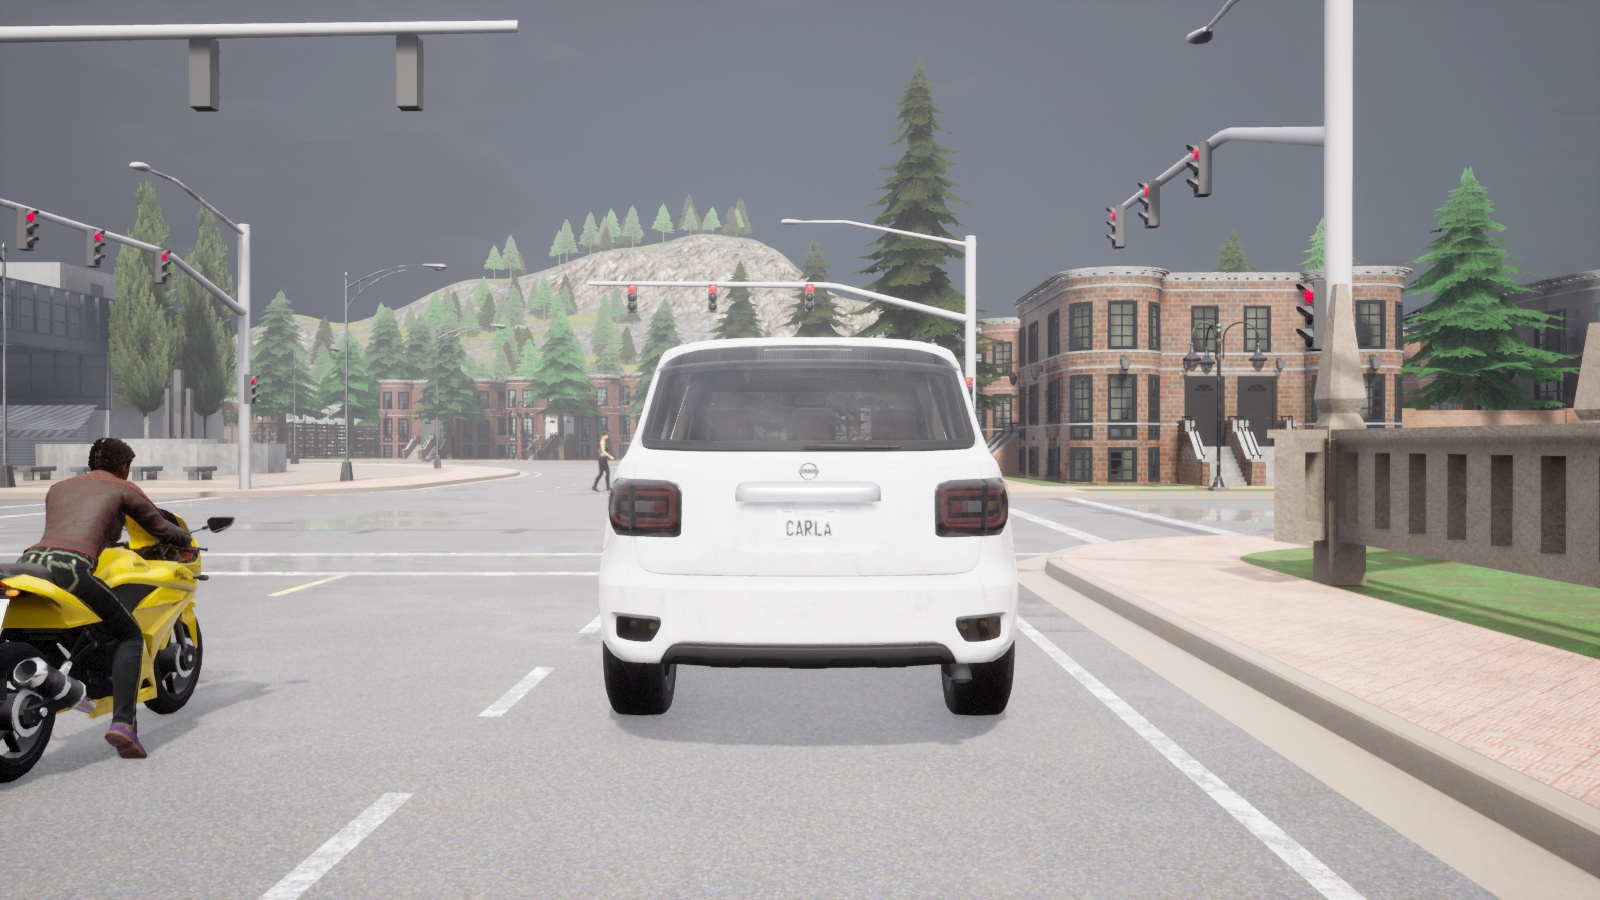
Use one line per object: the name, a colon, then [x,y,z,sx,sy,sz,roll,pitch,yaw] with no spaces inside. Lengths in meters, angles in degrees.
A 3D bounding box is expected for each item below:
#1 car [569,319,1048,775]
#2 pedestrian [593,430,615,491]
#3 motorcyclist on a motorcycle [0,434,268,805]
car: [0.058,0.418,8.421,2.150,2.045,5.566,0,0,0]
pedestrian: [-5.924,0.317,37.918,0.594,1.836,0.345,0,0,2]
motorcyclist on a motorcycle: [-3.453,0.691,6.178,0.797,1.523,2.044,0,0,0]
